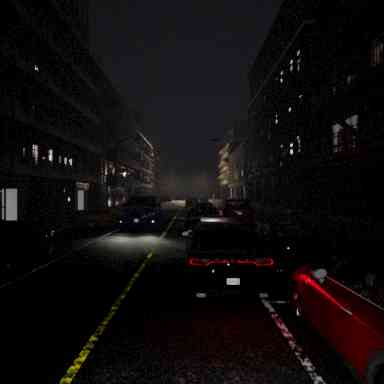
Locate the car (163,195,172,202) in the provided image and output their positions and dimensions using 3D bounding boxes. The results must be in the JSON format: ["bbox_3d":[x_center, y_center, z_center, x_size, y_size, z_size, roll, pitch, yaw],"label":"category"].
[{"bbox_3d":[-5.670,1.419,77.678,1.967,1.590,4.097,0,0,0],"label":"car"}]

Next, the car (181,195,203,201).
[{"bbox_3d":[0.022,1.483,46.212,2.128,1.511,4.902,0,0,0],"label":"car"}]

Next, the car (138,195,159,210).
[{"bbox_3d":[-5.677,1.308,43.861,2.192,1.841,5.009,0,0,0],"label":"car"}]

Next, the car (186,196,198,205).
[{"bbox_3d":[0.015,1.534,59.913,2.033,1.411,5.357,0,0,0],"label":"car"}]

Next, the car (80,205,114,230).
[{"bbox_3d":[-5.683,1.524,21.144,1.752,1.417,4.829,0,0,0],"label":"car"}]

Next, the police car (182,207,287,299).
[{"bbox_3d":[0.762,1.425,8.646,1.930,1.638,5.238,0,0,0],"label":"police car"}]

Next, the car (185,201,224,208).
[{"bbox_3d":[0.671,1.481,18.602,1.882,1.535,5.008,0,0,5],"label":"car"}]

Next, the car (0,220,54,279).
[{"bbox_3d":[-5.686,1.566,10.040,1.947,1.339,4.313,0,0,0],"label":"car"}]

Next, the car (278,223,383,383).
[{"bbox_3d":[2.694,1.440,4.400,1.967,1.590,4.097,0,0,0],"label":"car"}]

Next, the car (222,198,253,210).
[{"bbox_3d":[2.699,1.313,21.309,2.192,1.841,5.009,0,0,0],"label":"car"}]

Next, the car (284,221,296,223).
[{"bbox_3d":[2.696,1.551,10.035,2.008,1.369,4.403,0,0,0],"label":"car"}]

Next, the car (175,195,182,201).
[{"bbox_3d":[-2.981,1.504,79.719,1.812,1.442,4.674,0,0,0],"label":"car"}]

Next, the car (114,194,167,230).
[{"bbox_3d":[-3.093,1.220,21.220,2.150,2.045,5.566,0,0,0],"label":"car"}]

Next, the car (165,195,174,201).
[{"bbox_3d":[-5.669,1.521,83.315,1.887,1.381,4.507,0,0,0],"label":"car"}]

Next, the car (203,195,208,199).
[{"bbox_3d":[2.709,1.507,72.206,1.752,1.417,4.829,0,0,0],"label":"car"}]

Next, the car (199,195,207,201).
[{"bbox_3d":[2.712,1.521,83.309,1.887,1.381,4.507,0,0,0],"label":"car"}]

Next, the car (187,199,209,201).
[{"bbox_3d":[0.790,1.503,24.505,1.837,1.490,4.892,0,0,-2],"label":"car"}]

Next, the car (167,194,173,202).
[{"bbox_3d":[-5.670,1.297,72.042,2.192,1.841,5.009,0,0,0],"label":"car"}]

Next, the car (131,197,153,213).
[{"bbox_3d":[-5.679,1.434,38.224,1.967,1.590,4.097,0,0,0],"label":"car"}]
